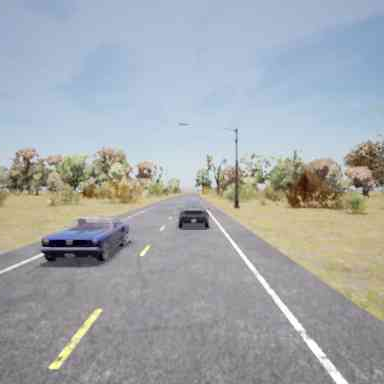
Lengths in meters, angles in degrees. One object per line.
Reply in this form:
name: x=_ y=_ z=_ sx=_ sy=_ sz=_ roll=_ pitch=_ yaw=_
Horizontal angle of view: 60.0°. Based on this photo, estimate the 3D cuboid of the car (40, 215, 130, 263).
car: x=-3.584 y=1.546 z=11.965 sx=1.895 sy=1.301 sz=4.718 roll=0 pitch=0 yaw=0

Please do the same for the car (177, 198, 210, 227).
car: x=0.103 y=1.406 z=21.686 sx=1.837 sy=1.490 sz=4.892 roll=0 pitch=0 yaw=0
